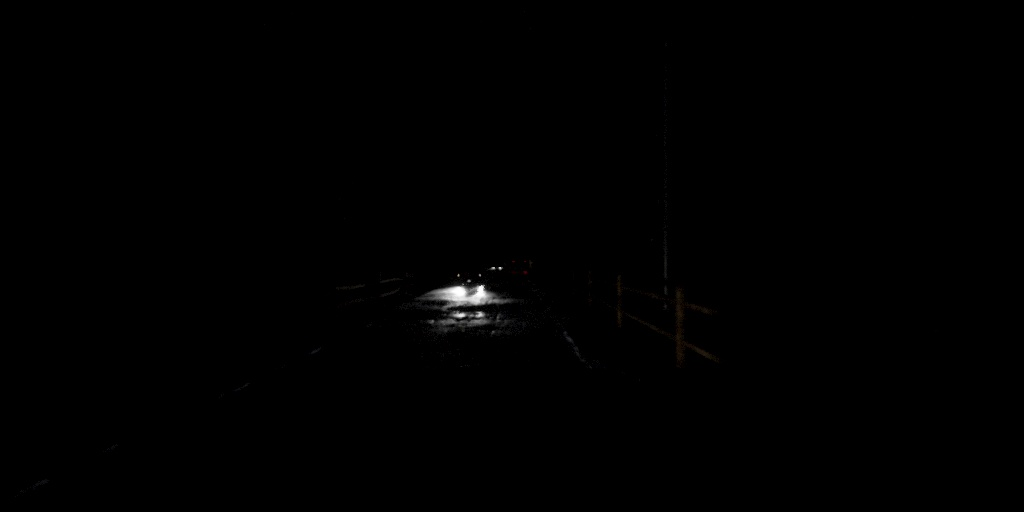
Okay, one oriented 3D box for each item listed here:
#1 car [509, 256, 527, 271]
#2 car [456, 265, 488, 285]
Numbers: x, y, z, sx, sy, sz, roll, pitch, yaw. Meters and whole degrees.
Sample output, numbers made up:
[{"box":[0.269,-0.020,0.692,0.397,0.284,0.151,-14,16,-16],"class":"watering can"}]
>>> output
[{"box":[0.952,1.008,50.322,2.150,2.045,5.566,0,0,0],"class":"car"},{"box":[-2.853,1.360,26.106,1.895,1.301,4.718,0,0,0],"class":"car"}]
